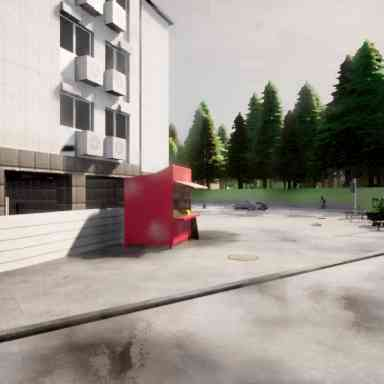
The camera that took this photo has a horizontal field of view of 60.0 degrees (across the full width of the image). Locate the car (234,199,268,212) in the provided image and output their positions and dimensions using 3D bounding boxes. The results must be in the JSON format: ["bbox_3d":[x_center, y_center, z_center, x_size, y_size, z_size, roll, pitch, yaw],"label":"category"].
[{"bbox_3d":[6.847,1.564,38.869,1.994,1.385,4.181,0,0,-35],"label":"car"}]

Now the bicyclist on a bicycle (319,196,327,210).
[{"bbox_3d":[15.946,1.349,40.557,1.656,1.620,0.582,0,0,-35],"label":"bicyclist on a bicycle"}]
